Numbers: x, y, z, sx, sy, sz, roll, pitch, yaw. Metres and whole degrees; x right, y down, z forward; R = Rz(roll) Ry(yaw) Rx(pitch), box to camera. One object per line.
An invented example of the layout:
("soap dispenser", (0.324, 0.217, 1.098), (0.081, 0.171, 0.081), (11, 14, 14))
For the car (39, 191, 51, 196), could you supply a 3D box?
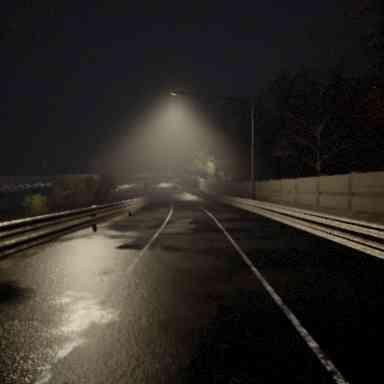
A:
("car", (-35.013, 0.470, 78.126), (1.994, 1.385, 4.181), (1, 5, 15))
